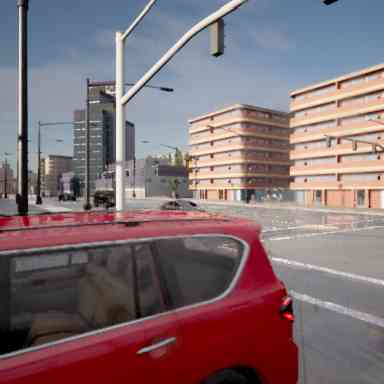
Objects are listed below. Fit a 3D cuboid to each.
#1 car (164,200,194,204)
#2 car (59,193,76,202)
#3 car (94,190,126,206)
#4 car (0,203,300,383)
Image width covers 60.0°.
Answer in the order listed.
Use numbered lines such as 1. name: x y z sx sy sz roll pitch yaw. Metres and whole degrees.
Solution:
1. car: -0.655 1.372 24.866 1.837 1.490 4.892 0 1 -34
2. car: -20.068 0.856 53.507 1.994 1.385 4.181 0 1 -34
3. car: -9.425 0.841 37.740 2.150 2.045 5.566 0 2 -34
4. car: -1.640 1.222 2.433 5.566 2.045 2.150 0 0 -33
